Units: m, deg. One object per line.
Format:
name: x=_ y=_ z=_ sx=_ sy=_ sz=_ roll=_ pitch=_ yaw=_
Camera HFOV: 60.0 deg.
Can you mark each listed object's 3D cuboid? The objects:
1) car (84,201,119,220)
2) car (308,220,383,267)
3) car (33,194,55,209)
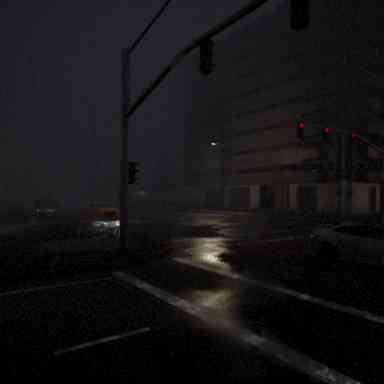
car: x=-8.219 y=1.626 z=29.991 sx=1.882 sy=1.535 sz=5.008 roll=1 pitch=0 yaw=-35
car: x=5.833 y=1.633 z=10.181 sx=1.812 sy=1.442 sz=4.674 roll=1 pitch=0 yaw=-35
car: x=-22.250 y=1.316 z=49.778 sx=2.150 sy=2.045 sz=5.566 roll=1 pitch=0 yaw=-35
